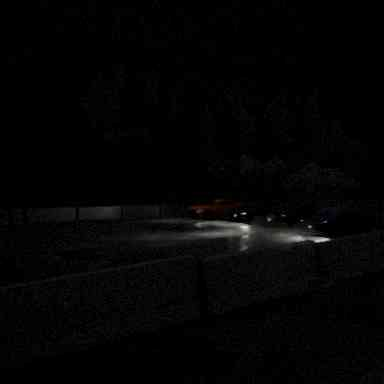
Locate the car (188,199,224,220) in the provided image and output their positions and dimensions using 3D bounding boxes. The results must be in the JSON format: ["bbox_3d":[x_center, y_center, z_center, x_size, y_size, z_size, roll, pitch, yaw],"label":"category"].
[{"bbox_3d":[1.973,1.333,26.388,5.008,1.535,1.882,0,0,-34],"label":"car"}]

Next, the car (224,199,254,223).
[{"bbox_3d":[4.987,1.374,24.197,4.892,1.490,1.837,0,0,-34],"label":"car"}]

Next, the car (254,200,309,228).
[{"bbox_3d":[6.614,1.375,21.074,4.902,1.511,2.128,0,0,-34],"label":"car"}]

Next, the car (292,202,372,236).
[{"bbox_3d":[7.694,1.424,17.582,4.674,1.442,1.812,0,0,-34],"label":"car"}]
